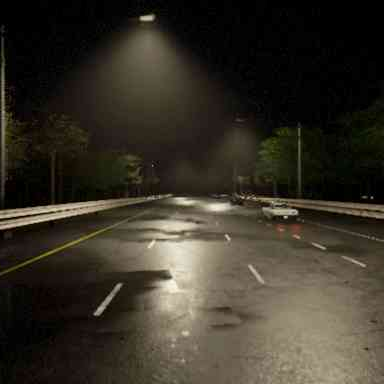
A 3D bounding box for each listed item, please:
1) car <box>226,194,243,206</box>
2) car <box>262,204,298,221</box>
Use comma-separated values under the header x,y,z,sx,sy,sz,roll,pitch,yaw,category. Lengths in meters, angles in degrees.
x,y,z,sx,sy,sz,roll,pitch,yaw,category
7.132,1.501,53.959,2.128,1.511,4.902,0,0,0,car
7.041,1.603,27.145,1.895,1.301,4.718,0,0,0,car
